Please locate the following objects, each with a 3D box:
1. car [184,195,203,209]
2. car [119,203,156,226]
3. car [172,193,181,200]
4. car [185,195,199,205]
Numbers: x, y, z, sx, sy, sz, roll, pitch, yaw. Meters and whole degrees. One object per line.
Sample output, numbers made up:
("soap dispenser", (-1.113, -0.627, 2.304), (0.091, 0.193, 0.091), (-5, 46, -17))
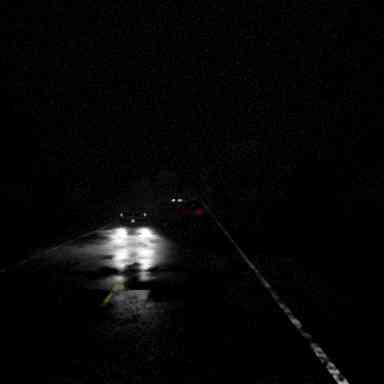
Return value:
("car", (0.147, 1.241, 39.513), (1.812, 1.442, 4.674), (0, 0, 0))
("car", (-3.574, 1.441, 22.354), (1.895, 1.301, 4.718), (0, 0, 0))
("car", (-3.415, 0.979, 74.319), (1.812, 1.442, 4.674), (0, 0, 0))
("car", (0.058, 1.180, 50.692), (2.033, 1.411, 5.357), (0, 0, 0))
